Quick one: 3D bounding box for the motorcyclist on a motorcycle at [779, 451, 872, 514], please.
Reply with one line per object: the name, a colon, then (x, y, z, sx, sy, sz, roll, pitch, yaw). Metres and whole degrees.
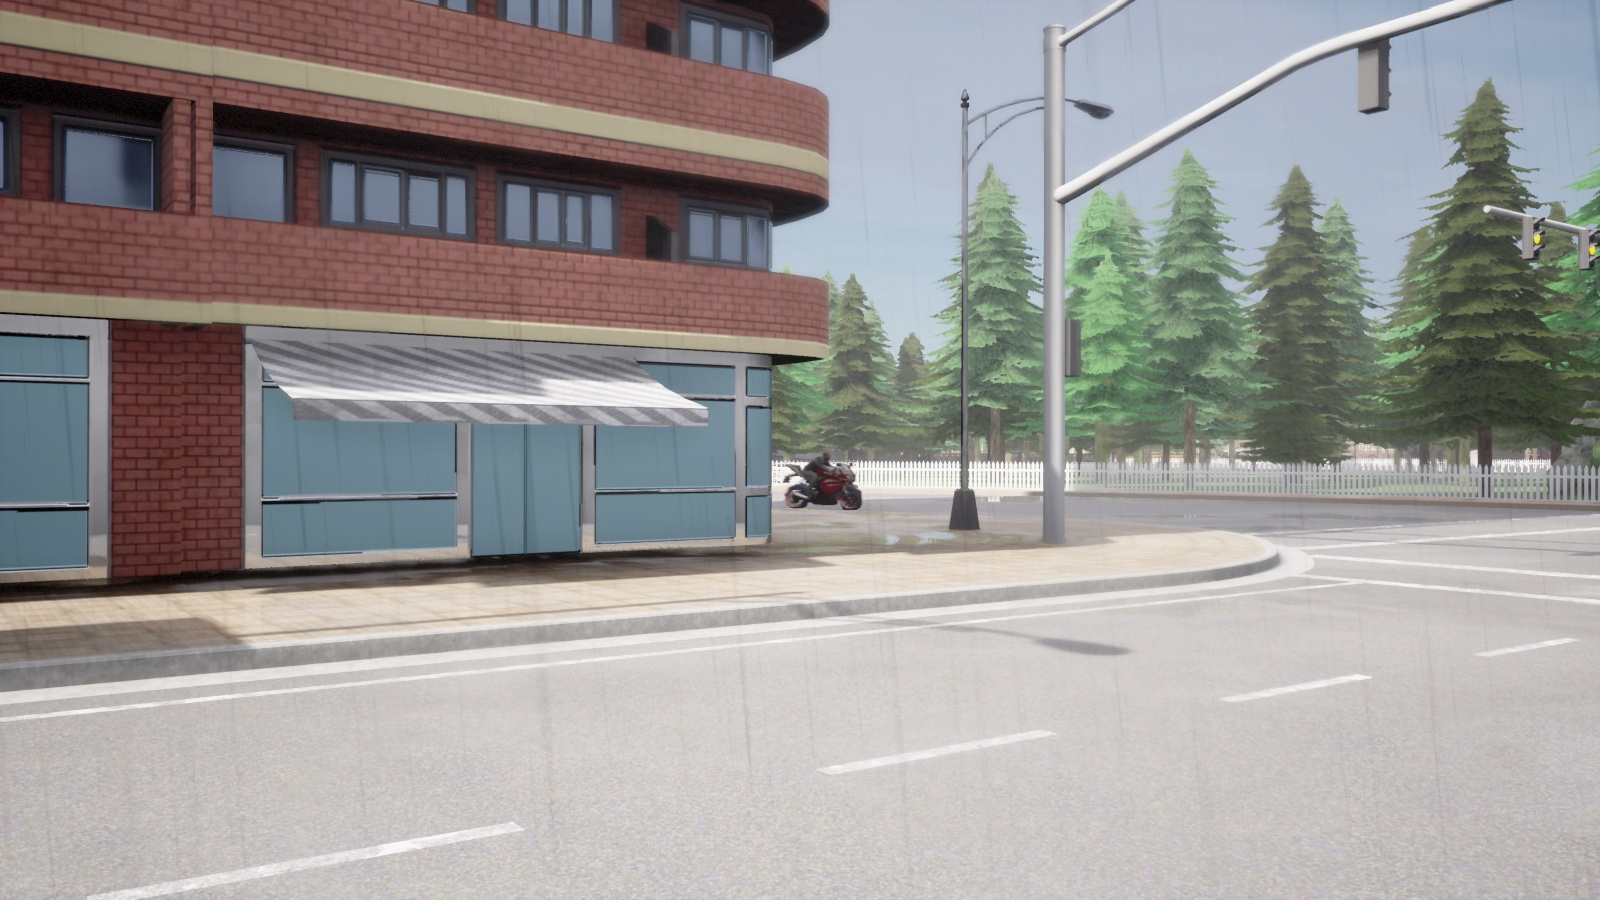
motorcyclist on a motorcycle: (0.636, 0.800, 31.603, 2.191, 1.530, 0.866, 0, 0, 30)
